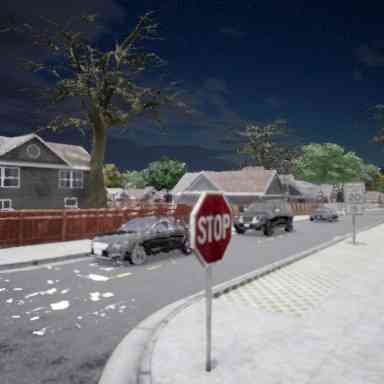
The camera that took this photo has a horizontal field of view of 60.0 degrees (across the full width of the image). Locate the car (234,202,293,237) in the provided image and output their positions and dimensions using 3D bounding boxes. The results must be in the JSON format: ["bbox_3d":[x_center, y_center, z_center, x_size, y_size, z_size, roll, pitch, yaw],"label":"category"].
[{"bbox_3d":[4.823,1.655,21.708,2.150,2.045,5.566,0,-1,36],"label":"car"}]

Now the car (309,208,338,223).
[{"bbox_3d":[13.145,2.274,33.098,1.994,1.385,4.181,0,-1,36],"label":"car"}]

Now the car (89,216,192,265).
[{"bbox_3d":[-1.635,1.728,12.847,2.128,1.511,4.902,0,-1,36],"label":"car"}]
